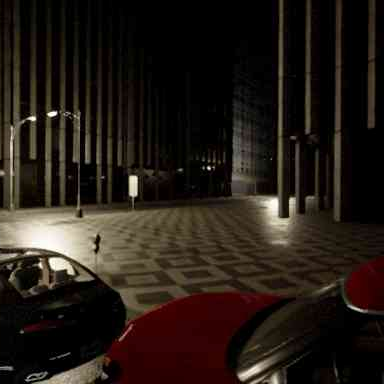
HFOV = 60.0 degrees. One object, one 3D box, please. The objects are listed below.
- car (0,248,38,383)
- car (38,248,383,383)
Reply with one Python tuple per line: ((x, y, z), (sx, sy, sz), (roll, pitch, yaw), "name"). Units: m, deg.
((-2.928, 1.536, 5.039), (4.403, 1.369, 2.008), (0, 0, 35), "car")
((1.588, 1.314, 1.854), (5.009, 1.841, 2.192), (0, 0, 35), "car")
